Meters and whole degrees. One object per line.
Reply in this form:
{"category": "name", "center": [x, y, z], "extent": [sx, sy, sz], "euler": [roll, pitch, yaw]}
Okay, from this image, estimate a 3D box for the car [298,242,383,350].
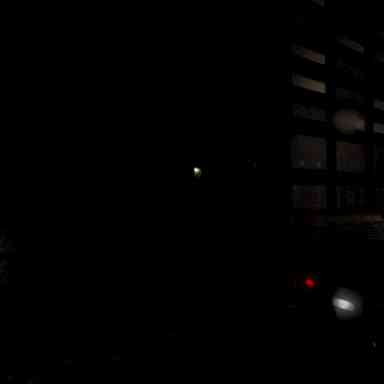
{"category": "car", "center": [3.862, 1.614, 5.965], "extent": [4.181, 1.385, 1.994], "euler": [0, 0, -34]}
